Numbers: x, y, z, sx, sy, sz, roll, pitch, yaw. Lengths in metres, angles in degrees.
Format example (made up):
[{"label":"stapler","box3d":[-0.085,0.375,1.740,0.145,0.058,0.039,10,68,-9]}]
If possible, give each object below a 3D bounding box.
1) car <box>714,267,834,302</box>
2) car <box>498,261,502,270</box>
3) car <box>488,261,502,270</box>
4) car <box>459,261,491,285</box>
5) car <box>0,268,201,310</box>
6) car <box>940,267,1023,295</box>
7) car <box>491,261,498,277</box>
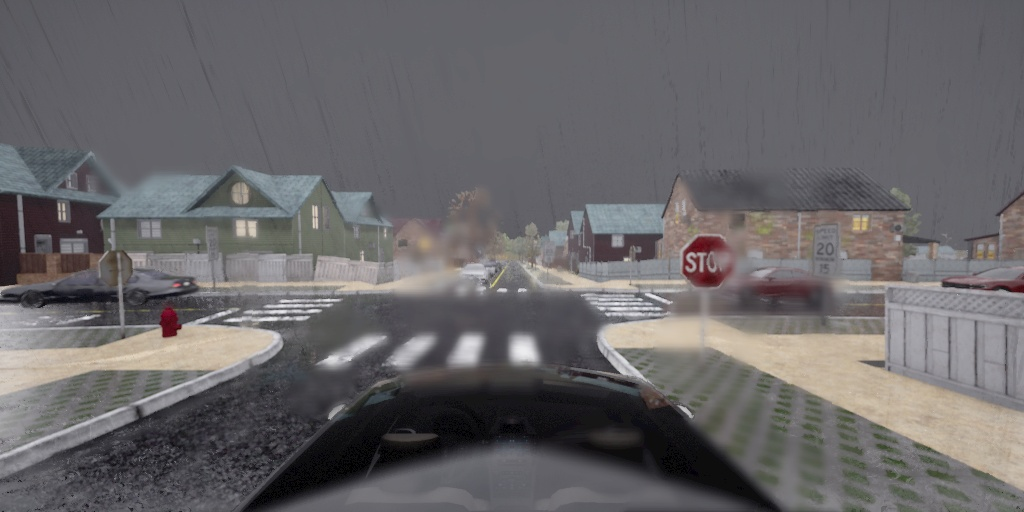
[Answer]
[{"label":"car","box3d":[11.723,1.220,16.205,4.674,1.442,1.812,0,3,2]},{"label":"car","box3d":[-2.694,1.401,45.840,2.033,1.411,5.357,0,0,0]},{"label":"car","box3d":[-2.617,1.460,55.834,1.994,1.385,4.181,0,0,1]},{"label":"car","box3d":[-2.719,1.314,26.745,1.812,1.442,4.674,0,0,-1]},{"label":"car","box3d":[-15.800,1.192,14.093,5.357,1.411,2.033,0,3,-16]},{"label":"car","box3d":[21.832,1.207,15.500,5.008,1.535,1.882,0,3,7]},{"label":"car","box3d":[-2.730,1.417,36.050,1.895,1.301,4.718,0,0,0]}]
